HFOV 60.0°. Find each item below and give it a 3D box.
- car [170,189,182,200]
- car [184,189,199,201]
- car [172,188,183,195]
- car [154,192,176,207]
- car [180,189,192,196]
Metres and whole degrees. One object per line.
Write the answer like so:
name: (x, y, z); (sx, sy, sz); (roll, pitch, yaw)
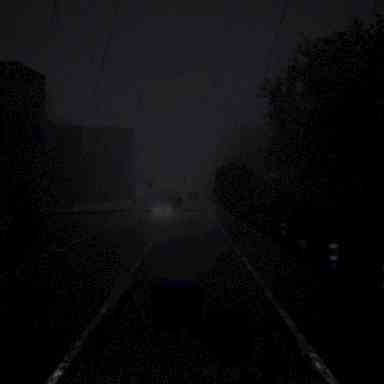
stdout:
car: (-3.242, 0.741, 59.091); (1.882, 1.535, 5.008); (0, 0, 0)
car: (0.129, 0.629, 57.978); (2.097, 1.767, 4.553); (0, 1, 0)
car: (-3.517, 0.106, 73.245); (2.150, 2.045, 5.566); (0, 2, -3)
car: (-3.322, 1.025, 39.751); (1.812, 1.442, 4.674); (0, 1, 0)
car: (-1.534, 0.068, 82.926); (1.882, 1.535, 5.008); (-2, 2, -16)
